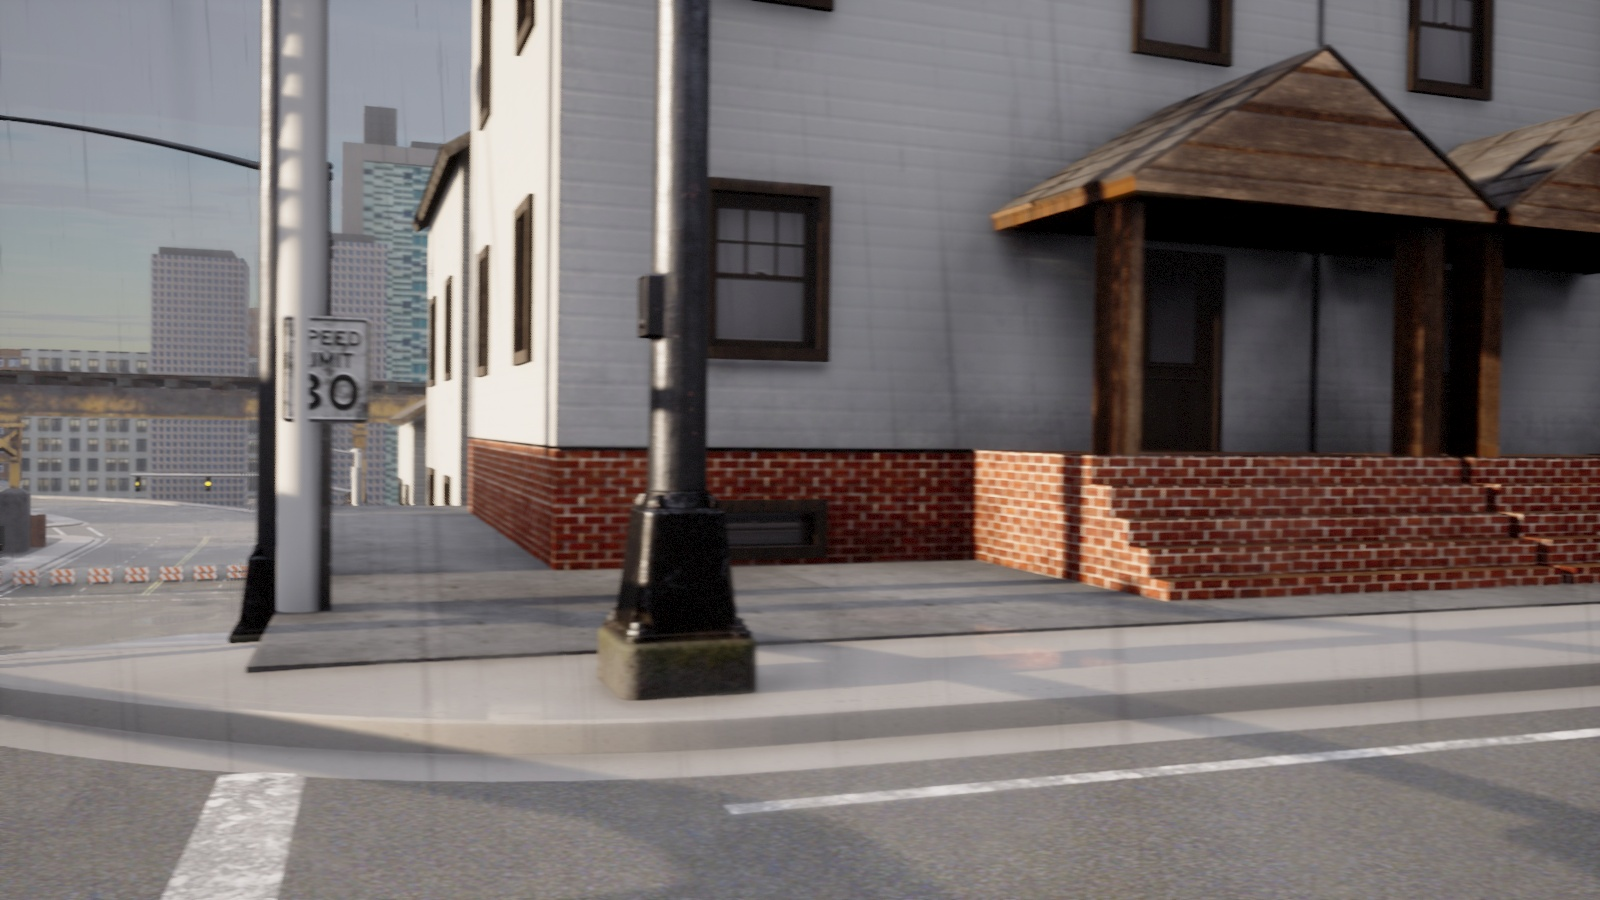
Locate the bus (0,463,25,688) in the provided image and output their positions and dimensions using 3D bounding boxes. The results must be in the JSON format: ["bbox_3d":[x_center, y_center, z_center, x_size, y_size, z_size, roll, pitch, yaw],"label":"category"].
[{"bbox_3d":[-16.229,1.758,20.478,3.944,4.253,10.273,-1,-11,-20],"label":"bus"}]
